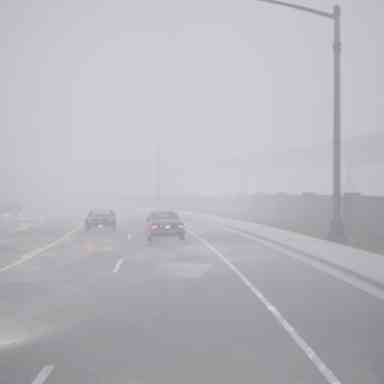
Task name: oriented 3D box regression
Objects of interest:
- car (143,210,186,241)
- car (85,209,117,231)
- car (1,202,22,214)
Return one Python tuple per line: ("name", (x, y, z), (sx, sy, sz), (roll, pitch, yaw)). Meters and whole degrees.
("car", (-1.535, 1.672, 17.702), (2.033, 1.411, 5.357), (0, 0, -10))
("car", (-6.062, 1.803, 22.480), (1.895, 1.301, 4.718), (0, 0, -12))
("car", (-24.843, 2.148, 45.776), (1.837, 1.490, 4.892), (0, 0, -41))
